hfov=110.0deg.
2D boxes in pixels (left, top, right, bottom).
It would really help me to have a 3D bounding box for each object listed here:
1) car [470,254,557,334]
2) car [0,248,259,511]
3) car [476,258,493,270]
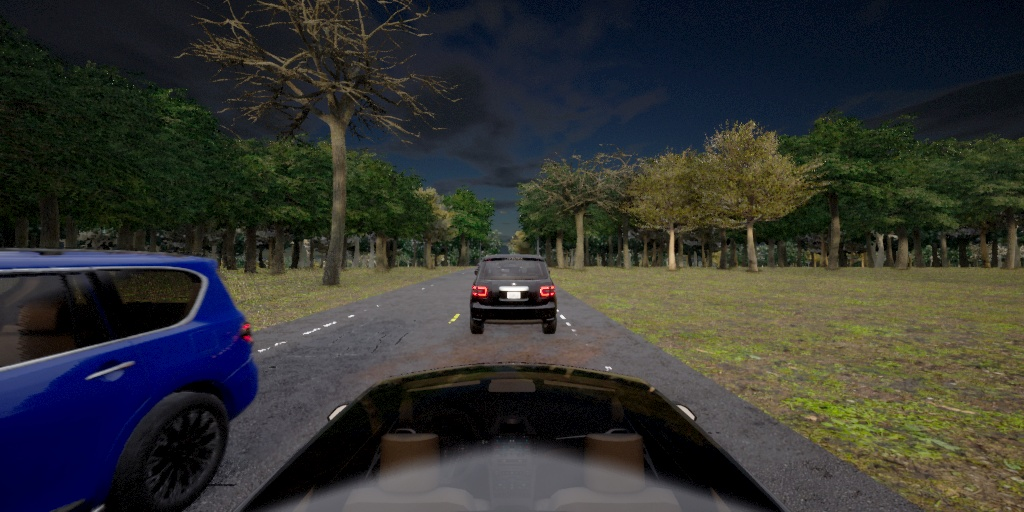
[{"bbox_3d":[0.016,0.976,10.748,2.150,2.045,5.566,0,0,-1],"label":"car"},{"bbox_3d":[-3.595,0.971,1.275,2.150,2.045,5.566,0,0,-1],"label":"car"},{"bbox_3d":[-4.055,1.188,53.597,2.097,1.767,4.553,0,0,0],"label":"car"}]
